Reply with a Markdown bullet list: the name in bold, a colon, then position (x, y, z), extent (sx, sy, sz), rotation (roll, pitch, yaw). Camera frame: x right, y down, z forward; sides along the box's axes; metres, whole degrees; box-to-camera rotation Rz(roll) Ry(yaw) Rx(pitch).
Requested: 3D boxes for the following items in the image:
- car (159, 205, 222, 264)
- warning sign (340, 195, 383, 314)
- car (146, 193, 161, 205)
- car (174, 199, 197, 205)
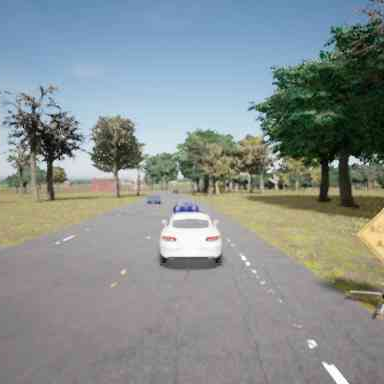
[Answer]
- **car**: position (-0.060, 1.367, 11.050), extent (1.812, 1.442, 4.674), rotation (0, 1, -1)
- **warning sign**: position (3.528, 1.029, 5.855), extent (1.300, 1.860, 1.060), rotation (1, 2, -1)
- **car**: position (-5.111, 0.898, 44.818), extent (2.033, 1.411, 5.357), rotation (0, 1, -3)
- **car**: position (-0.521, 1.209, 26.946), extent (1.895, 1.301, 4.718), rotation (0, 1, -2)
